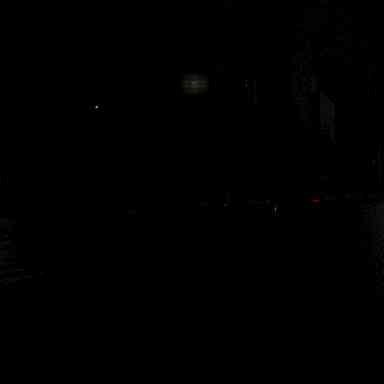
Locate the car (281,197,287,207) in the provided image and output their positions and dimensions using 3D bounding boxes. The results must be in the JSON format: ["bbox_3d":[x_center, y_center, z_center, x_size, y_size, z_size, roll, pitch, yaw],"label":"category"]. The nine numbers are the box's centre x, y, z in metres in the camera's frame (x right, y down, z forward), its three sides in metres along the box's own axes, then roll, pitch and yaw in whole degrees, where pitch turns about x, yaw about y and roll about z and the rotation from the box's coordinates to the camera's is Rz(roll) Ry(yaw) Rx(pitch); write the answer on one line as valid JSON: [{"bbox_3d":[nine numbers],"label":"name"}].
[{"bbox_3d":[13.487,1.456,50.218,1.947,1.339,4.313,0,0,35],"label":"car"}]

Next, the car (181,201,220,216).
[{"bbox_3d":[0.627,1.525,31.685,1.802,1.307,4.206,0,0,35],"label":"car"}]

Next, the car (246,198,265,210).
[{"bbox_3d":[7.057,1.495,40.951,1.802,1.307,4.206,0,0,35],"label":"car"}]

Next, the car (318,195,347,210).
[{"bbox_3d":[17.271,1.377,40.719,1.887,1.381,4.507,0,0,35],"label":"car"}]

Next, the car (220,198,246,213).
[{"bbox_3d":[3.840,1.367,36.318,1.967,1.590,4.097,0,0,35],"label":"car"}]

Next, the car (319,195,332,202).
[{"bbox_3d":[29.563,1.427,73.382,1.802,1.307,4.206,0,0,35],"label":"car"}]

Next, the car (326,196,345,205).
[{"bbox_3d":[23.285,1.353,53.893,1.812,1.442,4.674,-1,0,35],"label":"car"}]

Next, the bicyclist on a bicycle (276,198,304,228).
[{"bbox_3d":[5.360,1.177,18.359,1.656,1.620,0.582,-1,0,35],"label":"bicyclist on a bicycle"}]

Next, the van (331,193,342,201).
[{"bbox_3d":[35.992,1.186,82.651,1.690,1.788,3.998,-1,0,35],"label":"van"}]

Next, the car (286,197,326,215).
[{"bbox_3d":[10.842,1.424,31.453,1.947,1.339,4.313,0,0,35],"label":"car"}]

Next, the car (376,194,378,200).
[{"bbox_3d":[36.658,1.302,68.654,1.752,1.417,4.829,-1,0,35],"label":"car"}]

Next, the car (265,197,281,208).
[{"bbox_3d":[10.175,1.426,45.444,1.752,1.417,4.829,0,0,35],"label":"car"}]

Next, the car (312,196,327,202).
[{"bbox_3d":[26.349,1.418,68.751,1.947,1.339,4.313,0,0,35],"label":"car"}]

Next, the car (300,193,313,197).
[{"bbox_3d":[19.917,1.416,59.484,1.887,1.381,4.507,0,0,35],"label":"car"}]

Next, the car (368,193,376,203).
[{"bbox_3d":[33.346,1.099,63.883,2.192,1.841,5.009,0,0,35],"label":"car"}]

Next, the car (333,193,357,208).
[{"bbox_3d":[20.485,1.137,45.353,2.192,1.841,5.009,0,0,35],"label":"car"}]

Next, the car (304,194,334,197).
[{"bbox_3d":[17.421,1.337,45.441,2.128,1.511,4.902,-1,0,35],"label":"car"}]

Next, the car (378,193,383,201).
[{"bbox_3d":[42.990,1.358,77.779,1.802,1.307,4.206,-1,0,35],"label":"car"}]

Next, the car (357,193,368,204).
[{"bbox_3d":[26.915,1.118,54.617,2.192,1.841,5.009,0,0,35],"label":"car"}]

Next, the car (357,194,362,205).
[{"bbox_3d":[23.701,1.378,49.984,1.947,1.339,4.313,0,0,35],"label":"car"}]
